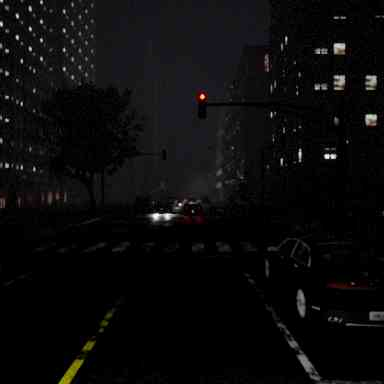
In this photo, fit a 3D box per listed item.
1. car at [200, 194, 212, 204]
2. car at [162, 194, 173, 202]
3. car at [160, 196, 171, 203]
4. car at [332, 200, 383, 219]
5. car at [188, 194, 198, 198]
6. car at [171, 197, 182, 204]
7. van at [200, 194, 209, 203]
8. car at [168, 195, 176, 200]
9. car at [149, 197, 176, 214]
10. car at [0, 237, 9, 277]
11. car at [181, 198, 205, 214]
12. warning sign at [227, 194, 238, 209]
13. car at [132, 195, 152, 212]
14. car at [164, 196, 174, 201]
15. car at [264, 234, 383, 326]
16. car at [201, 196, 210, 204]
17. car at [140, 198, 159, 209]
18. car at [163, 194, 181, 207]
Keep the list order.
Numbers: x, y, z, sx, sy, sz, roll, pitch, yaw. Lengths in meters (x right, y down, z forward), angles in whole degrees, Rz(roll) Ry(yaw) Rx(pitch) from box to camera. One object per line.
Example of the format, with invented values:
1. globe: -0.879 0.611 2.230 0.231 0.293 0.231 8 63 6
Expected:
1. car: 2.663 1.586 61.448 1.947 1.339 4.313 0 0 0
2. car: -5.726 1.354 78.013 2.192 1.841 5.009 0 0 0
3. car: -5.723 1.598 72.491 1.947 1.339 4.313 0 0 0
4. car: 13.414 1.339 26.379 4.403 1.369 2.008 -1 1 -1
5. car: -0.031 1.628 69.124 1.895 1.301 4.718 0 0 0
6. car: -3.051 1.625 66.465 1.895 1.301 4.718 0 0 0
7. van: 2.657 1.373 72.495 1.690 1.788 3.998 0 0 0
8. car: -5.733 1.616 94.582 2.008 1.369 4.403 0 0 0
9. car: -3.115 1.567 35.824 1.994 1.385 4.181 0 0 0
10. car: -5.694 1.543 6.966 1.887 1.381 4.507 0 0 0
11. car: 0.086 1.603 35.134 1.895 1.301 4.718 0 0 0
12. warning sign: 5.051 1.122 41.483 1.300 1.860 1.060 0 0 0
13. car: -5.709 1.320 39.354 2.192 1.841 5.009 0 0 0
14. car: -5.728 1.598 83.537 2.008 1.369 4.403 0 0 0
15. car: 2.686 1.549 6.969 2.008 1.369 4.403 0 0 0
16. car: 2.660 1.551 67.141 1.752 1.417 4.829 0 0 0
17. car: -5.711 1.574 44.877 1.947 1.339 4.313 0 0 0
18. car: -3.115 1.365 50.965 2.097 1.767 4.553 0 0 0
